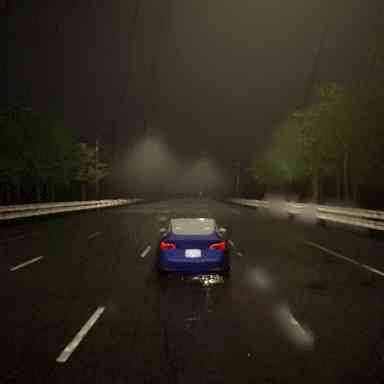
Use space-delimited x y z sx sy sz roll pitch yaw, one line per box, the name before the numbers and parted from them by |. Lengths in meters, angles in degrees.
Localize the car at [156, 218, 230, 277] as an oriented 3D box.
car | 0.020 1.521 10.291 2.163 1.488 4.792 0 0 0
